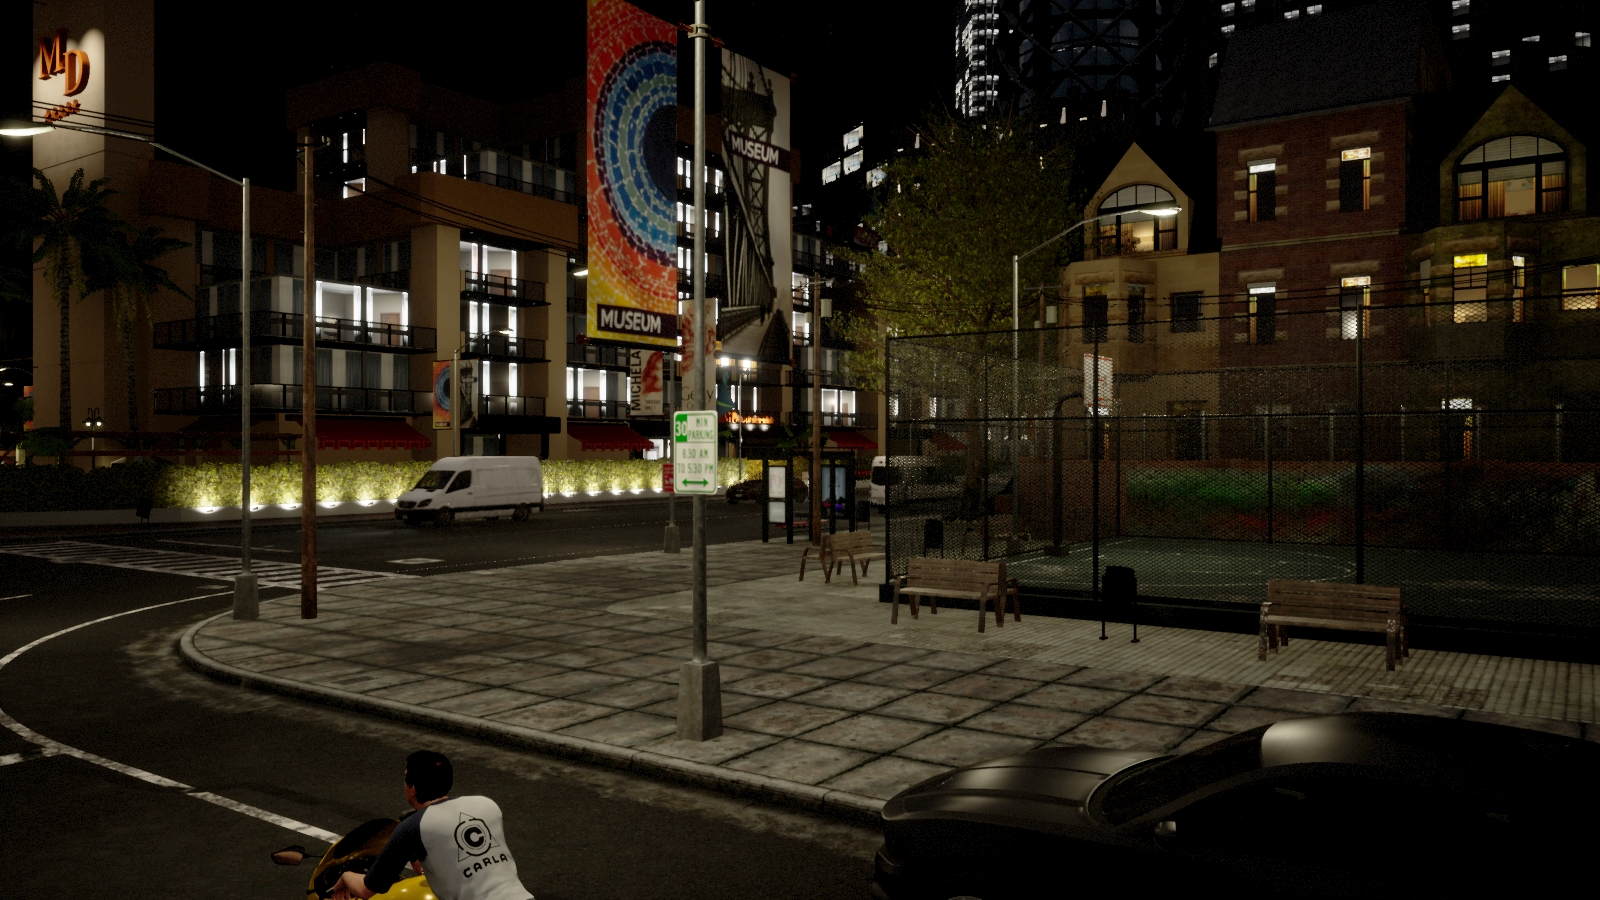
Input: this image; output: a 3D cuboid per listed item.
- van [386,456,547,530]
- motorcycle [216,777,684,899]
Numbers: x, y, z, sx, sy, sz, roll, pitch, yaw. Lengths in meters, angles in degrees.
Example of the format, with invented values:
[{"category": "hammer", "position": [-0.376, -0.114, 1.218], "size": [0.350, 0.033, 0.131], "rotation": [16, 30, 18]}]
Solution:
[{"category": "van", "position": [-12.507, 1.534, 43.319], "size": [1.988, 2.561, 5.915], "rotation": [0, 0, 34]}, {"category": "motorcycle", "position": [-1.529, 2.213, 4.819], "size": [2.033, 1.145, 0.803], "rotation": [0, 0, 35]}]
